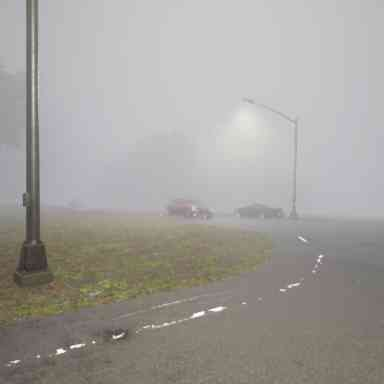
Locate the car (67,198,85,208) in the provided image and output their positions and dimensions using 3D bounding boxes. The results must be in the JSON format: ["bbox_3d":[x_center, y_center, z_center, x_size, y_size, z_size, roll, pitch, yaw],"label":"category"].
[{"bbox_3d":[-18.277,1.728,52.494,2.128,1.511,4.902,4,-3,-34],"label":"car"}]

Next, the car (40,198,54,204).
[{"bbox_3d":[-38.566,2.290,87.464,2.097,1.767,4.553,4,-3,-33],"label":"car"}]

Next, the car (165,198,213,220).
[{"bbox_3d":[-0.284,1.273,26.709,2.097,1.767,4.553,4,-3,-35],"label":"car"}]

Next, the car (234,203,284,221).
[{"bbox_3d":[5.928,1.767,30.009,1.882,1.535,5.008,4,-3,-35],"label":"car"}]
